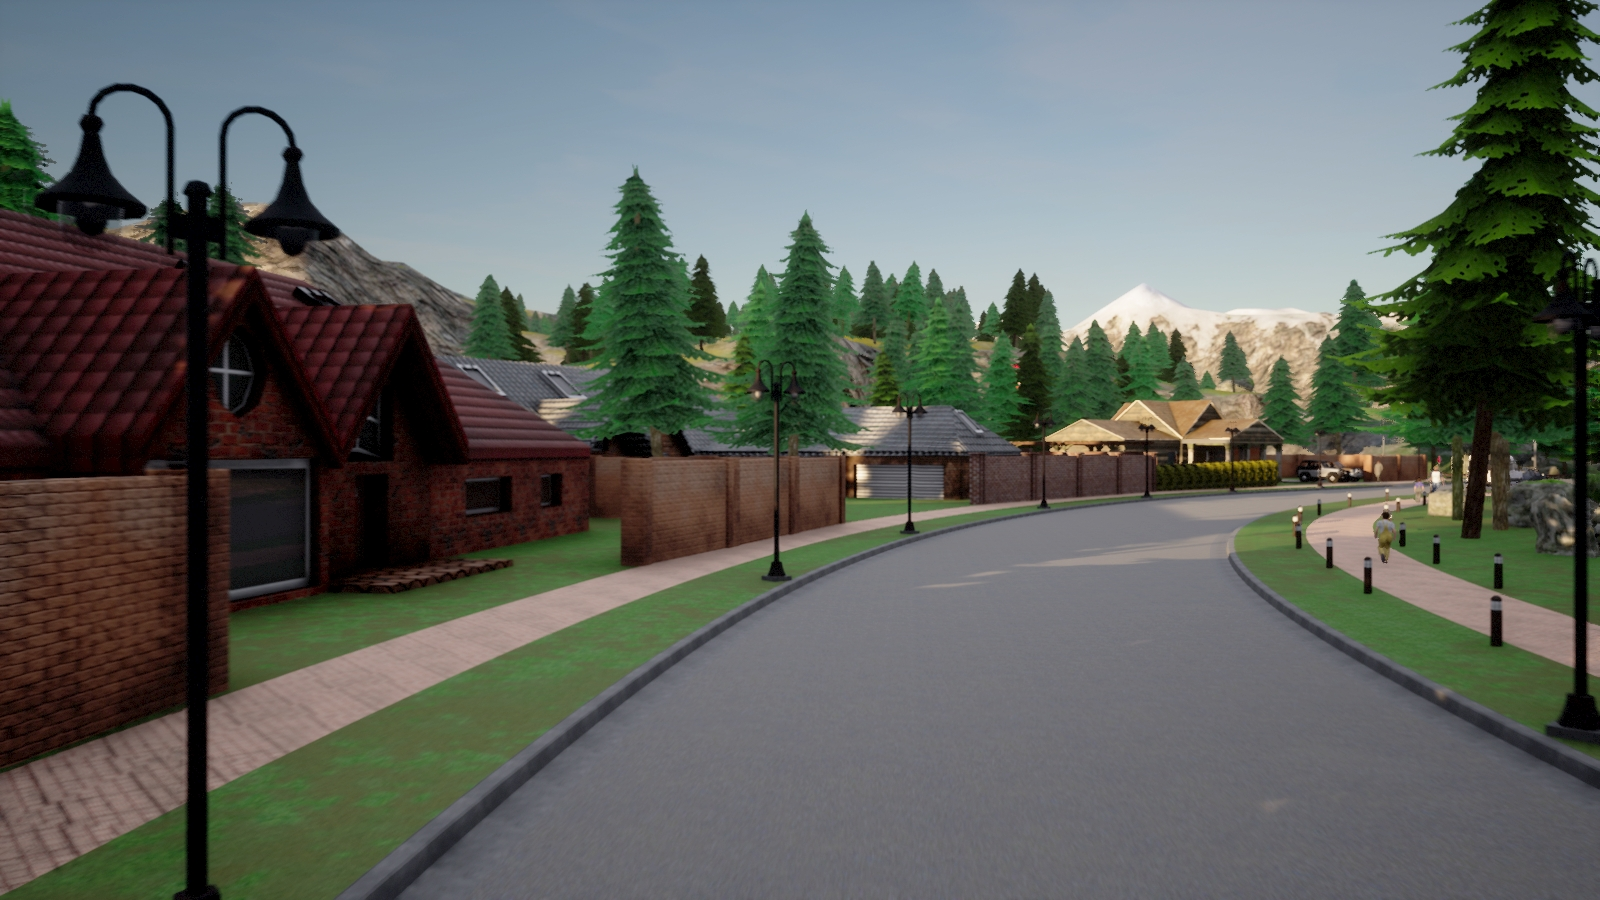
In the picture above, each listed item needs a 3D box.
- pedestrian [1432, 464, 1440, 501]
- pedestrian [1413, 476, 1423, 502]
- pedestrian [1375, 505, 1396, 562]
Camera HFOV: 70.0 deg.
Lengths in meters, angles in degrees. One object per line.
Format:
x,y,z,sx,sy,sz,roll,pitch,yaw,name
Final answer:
32.908,1.674,59.115,0.375,1.860,0.375,0,0,33,pedestrian
31.110,1.952,57.499,0.375,1.300,0.375,0,0,37,pedestrian
13.741,1.947,26.831,0.375,1.300,0.375,0,0,17,pedestrian
